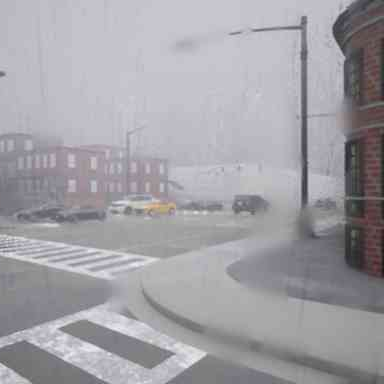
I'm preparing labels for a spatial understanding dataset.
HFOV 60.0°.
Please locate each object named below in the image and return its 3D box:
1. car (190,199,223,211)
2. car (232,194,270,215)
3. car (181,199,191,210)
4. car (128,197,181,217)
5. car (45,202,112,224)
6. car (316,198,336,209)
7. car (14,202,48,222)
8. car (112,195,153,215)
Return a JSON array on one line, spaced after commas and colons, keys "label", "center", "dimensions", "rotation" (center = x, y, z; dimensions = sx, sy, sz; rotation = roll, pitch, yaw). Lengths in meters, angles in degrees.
[{"label": "car", "center": [2.128, 1.643, 41.305], "dimensions": [1.994, 1.385, 4.181], "rotation": [0, 0, 36]}, {"label": "car", "center": [6.213, 1.274, 34.670], "dimensions": [2.150, 2.045, 5.566], "rotation": [0, 0, 35]}, {"label": "car", "center": [-0.272, 1.618, 43.956], "dimensions": [1.812, 1.442, 4.674], "rotation": [0, 0, 36]}, {"label": "car", "center": [-3.621, 1.558, 33.268], "dimensions": [1.882, 1.535, 5.008], "rotation": [0, 0, 35]}, {"label": "car", "center": [-8.771, 1.645, 26.044], "dimensions": [1.994, 1.385, 4.181], "rotation": [0, 0, 36]}, {"label": "car", "center": [18.506, 1.530, 45.890], "dimensions": [2.128, 1.511, 4.902], "rotation": [0, 0, 35]}, {"label": "car", "center": [-12.057, 1.586, 27.469], "dimensions": [2.128, 1.511, 4.902], "rotation": [0, 0, 36]}, {"label": "car", "center": [-6.256, 1.315, 35.602], "dimensions": [2.150, 2.045, 5.566], "rotation": [0, 0, 36]}]
